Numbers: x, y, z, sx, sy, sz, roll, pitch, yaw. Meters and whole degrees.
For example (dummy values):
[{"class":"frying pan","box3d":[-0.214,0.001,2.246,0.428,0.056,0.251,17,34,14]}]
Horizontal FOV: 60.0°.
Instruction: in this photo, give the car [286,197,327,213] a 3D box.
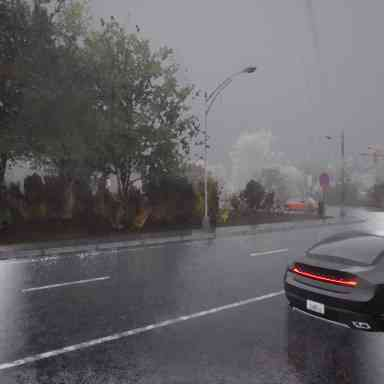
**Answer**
[{"class":"car","box3d":[12.533,1.352,36.838,2.097,1.767,4.553,0,0,-32]}]

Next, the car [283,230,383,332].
[{"class":"car","box3d":[3.858,1.505,6.489,4.892,1.490,1.837,0,0,-35]}]

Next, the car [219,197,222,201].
[{"class":"car","box3d":[4.527,1.354,69.521,1.994,1.385,4.181,0,1,-33]}]
